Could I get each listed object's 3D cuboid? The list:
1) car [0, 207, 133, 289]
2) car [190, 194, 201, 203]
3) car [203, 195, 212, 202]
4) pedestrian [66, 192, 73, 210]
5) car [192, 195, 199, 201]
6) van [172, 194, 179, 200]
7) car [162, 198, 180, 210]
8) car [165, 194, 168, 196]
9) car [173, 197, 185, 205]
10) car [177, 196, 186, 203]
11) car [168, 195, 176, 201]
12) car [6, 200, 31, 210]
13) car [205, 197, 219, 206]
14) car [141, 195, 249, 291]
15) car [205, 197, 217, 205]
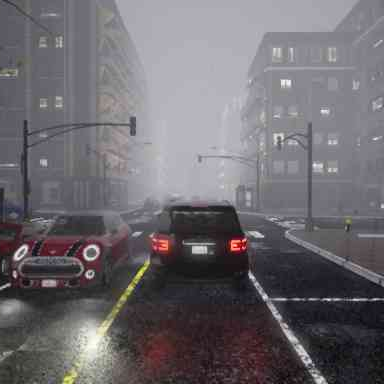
[{"bbox_3d":[-3.034,1.350,9.321,2.097,1.767,4.553,0,0,0],"label":"car"},{"bbox_3d":[0.800,1.351,67.853,2.097,1.767,4.553,0,0,2],"label":"car"},{"bbox_3d":[3.473,1.440,76.220,1.967,1.590,4.097,0,0,1],"label":"car"},{"bbox_3d":[-12.374,0.902,33.550,0.375,1.860,0.375,0,-1,0],"label":"pedestrian"},{"bbox_3d":[0.856,1.478,82.752,1.882,1.535,5.008,0,0,1],"label":"car"},{"bbox_3d":[-4.730,1.340,93.229,1.690,1.788,3.998,0,0,1],"label":"van"},{"bbox_3d":[-2.644,1.562,43.109,1.994,1.385,4.181,0,0,2],"label":"car"},{"bbox_3d":[-4.967,1.314,70.675,2.192,1.841,5.009,0,0,1],"label":"car"},{"bbox_3d":[-2.428,1.563,61.649,1.994,1.385,4.181,0,0,1],"label":"car"},{"bbox_3d":[-2.259,1.522,71.954,1.812,1.442,4.674,0,0,1],"label":"car"},{"bbox_3d":[-4.849,1.525,81.782,1.752,1.417,4.829,0,0,1],"label":"car"},{"bbox_3d":[-14.394,1.252,24.815,5.008,1.535,1.882,1,0,0],"label":"car"},{"bbox_3d":[3.237,1.549,53.667,2.008,1.369,4.403,0,0,1],"label":"car"},{"bbox_3d":[0.178,1.221,9.152,2.150,2.045,5.566,0,0,1],"label":"car"},{"bbox_3d":[3.296,1.543,59.304,1.887,1.381,4.507,0,0,1],"label":"car"}]
